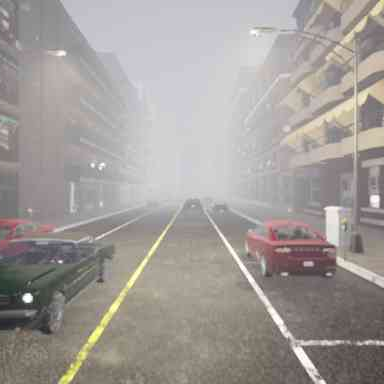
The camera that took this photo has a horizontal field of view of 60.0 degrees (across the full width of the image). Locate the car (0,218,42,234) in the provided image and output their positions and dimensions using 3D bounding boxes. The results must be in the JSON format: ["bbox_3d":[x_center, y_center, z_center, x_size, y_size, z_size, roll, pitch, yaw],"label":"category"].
[{"bbox_3d":[-5.689,1.521,9.926,1.887,1.381,4.507,0,0,0],"label":"car"}]

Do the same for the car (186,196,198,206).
[{"bbox_3d":[0.002,1.400,51.730,1.812,1.442,4.674,0,0,0],"label":"car"}]

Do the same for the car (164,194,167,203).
[{"bbox_3d":[-5.690,1.417,55.015,2.008,1.369,4.403,0,0,0],"label":"car"}]

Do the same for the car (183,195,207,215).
[{"bbox_3d":[0.086,1.352,32.761,2.033,1.649,4.856,0,0,0],"label":"car"}]

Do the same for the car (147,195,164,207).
[{"bbox_3d":[-5.689,1.431,49.378,2.008,1.369,4.403,0,0,0],"label":"car"}]

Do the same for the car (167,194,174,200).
[{"bbox_3d":[-5.689,1.307,88.662,1.752,1.417,4.829,0,0,0],"label":"car"}]

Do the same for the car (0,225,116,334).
[{"bbox_3d":[-3.032,1.585,6.857,1.895,1.301,4.718,0,0,1],"label":"car"}]

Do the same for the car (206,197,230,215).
[{"bbox_3d":[2.691,1.473,32.466,2.008,1.369,4.403,0,0,0],"label":"car"}]

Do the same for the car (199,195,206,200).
[{"bbox_3d":[2.691,1.363,88.828,1.802,1.307,4.206,0,0,0],"label":"car"}]

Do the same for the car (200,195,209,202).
[{"bbox_3d":[2.691,1.406,71.919,1.802,1.307,4.206,0,0,0],"label":"car"}]

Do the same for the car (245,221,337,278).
[{"bbox_3d":[2.691,1.521,9.921,1.887,1.381,4.507,0,0,0],"label":"car"}]

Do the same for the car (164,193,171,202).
[{"bbox_3d":[-5.689,1.383,66.287,1.887,1.381,4.507,0,0,0],"label":"car"}]

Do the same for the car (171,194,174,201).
[{"bbox_3d":[-5.689,1.125,77.560,2.192,1.841,5.009,0,0,0],"label":"car"}]

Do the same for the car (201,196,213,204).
[{"bbox_3d":[2.691,1.418,60.647,1.947,1.339,4.313,0,0,0],"label":"car"}]
